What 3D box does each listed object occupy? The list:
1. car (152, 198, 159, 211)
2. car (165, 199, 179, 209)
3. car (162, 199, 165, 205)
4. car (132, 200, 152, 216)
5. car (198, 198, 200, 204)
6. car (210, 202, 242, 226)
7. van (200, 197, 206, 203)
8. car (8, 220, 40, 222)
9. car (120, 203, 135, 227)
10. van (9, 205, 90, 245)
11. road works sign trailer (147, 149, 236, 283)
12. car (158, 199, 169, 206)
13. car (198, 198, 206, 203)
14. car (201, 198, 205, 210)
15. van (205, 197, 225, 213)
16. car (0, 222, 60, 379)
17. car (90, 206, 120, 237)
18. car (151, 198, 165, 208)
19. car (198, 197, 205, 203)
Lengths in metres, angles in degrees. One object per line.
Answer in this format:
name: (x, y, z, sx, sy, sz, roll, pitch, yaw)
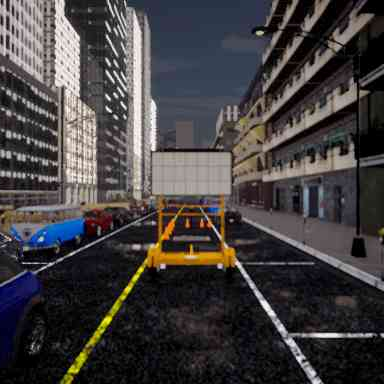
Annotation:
car: (-5.770, 1.871, 46.574, 2.008, 1.369, 4.403, 0, 0, 0)
car: (-3.103, 1.889, 52.329, 1.812, 1.442, 4.674, 0, -1, 0)
car: (-5.779, 1.912, 52.098, 2.008, 1.369, 4.403, 0, 0, 0)
car: (-5.752, 1.679, 35.531, 1.967, 1.590, 4.097, 0, 0, 0)
car: (2.556, 2.140, 79.725, 1.947, 1.339, 4.313, 0, 0, 0)
car: (2.647, 1.712, 24.498, 2.008, 1.369, 4.403, 0, 0, 0)
van: (2.601, 1.702, 52.112, 1.690, 1.788, 3.998, 0, 0, 0)
car: (-5.706, 1.603, 7.916, 2.008, 1.369, 4.403, 0, 0, 0)
car: (-5.733, 1.728, 24.484, 1.947, 1.339, 4.313, 0, 0, 0)
van: (-5.716, 1.429, 13.440, 1.690, 1.788, 3.998, 0, 0, 0)
road works sign trailer: (-0.016, 0.528, 9.831, 2.380, 3.560, 2.880, 0, 0, 0)
car: (-5.807, 2.053, 68.666, 1.947, 1.339, 4.313, 0, 0, 0)
car: (2.546, 2.146, 85.417, 1.752, 1.417, 4.829, 0, 0, 0)
car: (2.611, 1.865, 46.588, 1.887, 1.381, 4.507, 0, 0, 0)
van: (2.628, 1.580, 35.545, 1.690, 1.788, 3.998, 0, 0, 0)
car: (-3.105, 1.371, 2.823, 2.097, 1.767, 4.553, 0, 0, 0)
car: (-5.724, 1.669, 18.962, 1.887, 1.381, 4.507, 0, 0, 0)
car: (-5.789, 1.843, 57.622, 1.967, 1.590, 4.097, 0, 0, 0)
car: (2.536, 2.192, 90.940, 1.752, 1.417, 4.829, 0, 0, 0)
